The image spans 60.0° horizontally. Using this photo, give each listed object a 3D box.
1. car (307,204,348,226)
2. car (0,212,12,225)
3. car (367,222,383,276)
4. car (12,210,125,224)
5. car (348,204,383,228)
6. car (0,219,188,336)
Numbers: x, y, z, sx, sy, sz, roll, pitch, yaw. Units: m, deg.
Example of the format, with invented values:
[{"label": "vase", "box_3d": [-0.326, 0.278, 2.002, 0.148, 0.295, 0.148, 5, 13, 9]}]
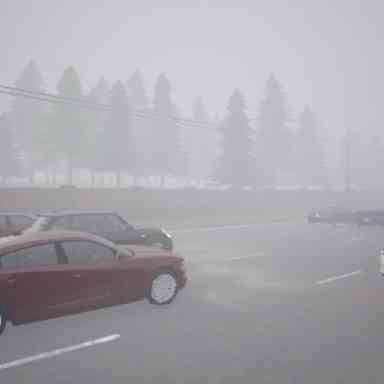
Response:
[{"label": "car", "box_3d": [10.215, 1.584, 23.931, 4.181, 1.385, 1.994, 0, 0, -36]}, {"label": "car", "box_3d": [-6.422, 1.478, 12.065, 5.008, 1.535, 1.882, 0, 0, -36]}, {"label": "car", "box_3d": [6.527, 1.535, 8.402, 4.674, 1.442, 1.812, 0, 0, -36]}, {"label": "car", "box_3d": [-2.814, 1.355, 10.337, 4.553, 1.767, 2.097, 0, 0, -35]}, {"label": "car", "box_3d": [12.358, 1.498, 21.161, 5.008, 1.535, 1.882, 0, 0, -36]}, {"label": "car", "box_3d": [-2.397, 1.479, 6.338, 5.008, 1.535, 1.882, 0, 0, -36]}]
